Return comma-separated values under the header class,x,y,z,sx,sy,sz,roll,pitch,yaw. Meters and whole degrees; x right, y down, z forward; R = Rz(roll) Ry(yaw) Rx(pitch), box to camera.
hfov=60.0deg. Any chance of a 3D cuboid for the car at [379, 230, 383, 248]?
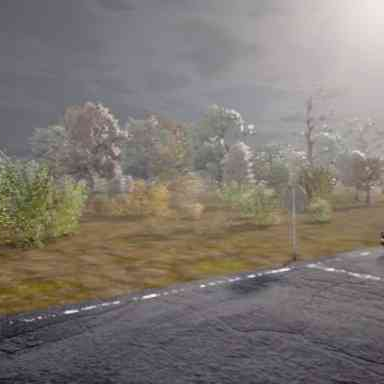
class,x,y,z,sx,sy,sz,roll,pitch,yaw
car,8.469,1.413,11.298,4.718,1.301,1.895,-1,0,-32
